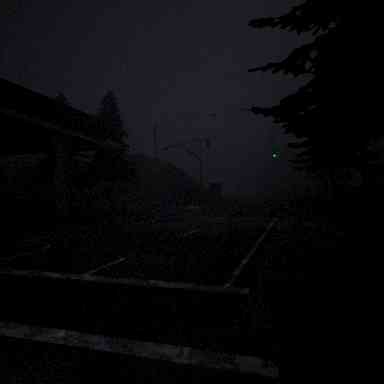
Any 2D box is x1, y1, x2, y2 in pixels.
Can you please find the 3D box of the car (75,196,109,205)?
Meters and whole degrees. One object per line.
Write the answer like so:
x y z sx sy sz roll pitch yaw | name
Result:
-12.730 1.168 43.006 4.718 1.301 1.895 0 1 18 | car

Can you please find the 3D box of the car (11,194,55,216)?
-13.120 1.100 27.819 3.866 1.878 1.905 0 1 18 | car
